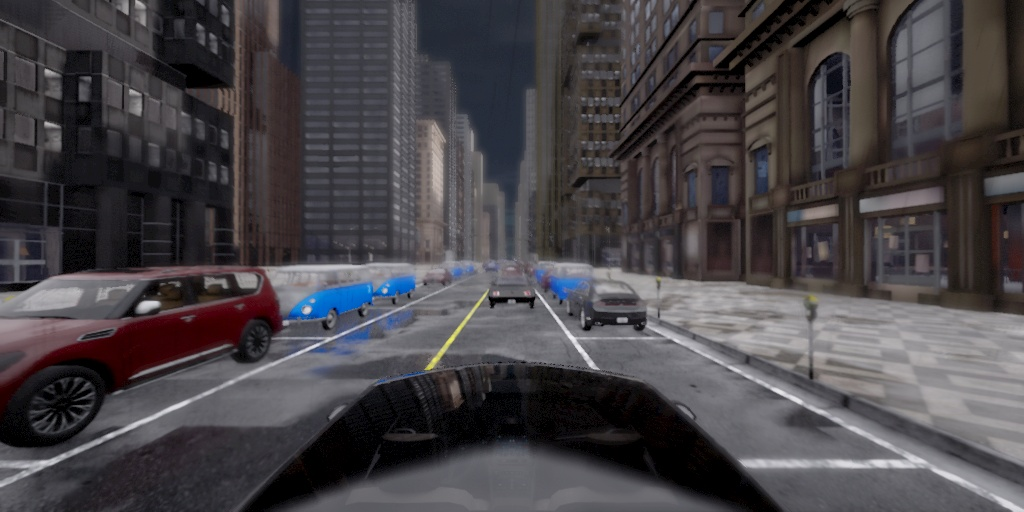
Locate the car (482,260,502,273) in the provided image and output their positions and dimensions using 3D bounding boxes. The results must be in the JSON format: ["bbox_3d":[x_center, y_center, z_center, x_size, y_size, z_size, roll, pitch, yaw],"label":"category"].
[{"bbox_3d":[-2.996,1.732,54.109,1.882,1.535,5.008,0,-1,0],"label":"car"}]

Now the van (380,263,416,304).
[{"bbox_3d":[-5.760,1.233,16.818,1.690,1.789,3.998,0,0,0],"label":"van"}]

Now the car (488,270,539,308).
[{"bbox_3d":[0.005,1.485,15.958,1.895,1.301,4.718,0,-1,0],"label":"car"}]

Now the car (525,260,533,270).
[{"bbox_3d":[2.769,1.550,39.535,1.967,1.591,4.097,0,0,0],"label":"car"}]

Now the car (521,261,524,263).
[{"bbox_3d":[2.771,1.536,50.889,2.192,1.841,5.009,0,0,0],"label":"car"}]

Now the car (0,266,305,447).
[{"bbox_3d":[-5.762,1.099,5.464,2.192,1.841,5.009,0,0,0],"label":"car"}]

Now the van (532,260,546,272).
[{"bbox_3d":[2.767,1.341,28.180,1.690,1.789,3.998,0,0,0],"label":"van"}]

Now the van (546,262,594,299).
[{"bbox_3d":[2.765,1.233,16.826,1.690,1.789,3.998,0,0,0],"label":"van"}]

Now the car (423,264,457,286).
[{"bbox_3d":[-5.758,1.582,28.172,1.802,1.307,4.207,0,0,0],"label":"car"}]

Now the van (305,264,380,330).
[{"bbox_3d":[-5.761,1.179,11.141,1.690,1.789,3.998,0,0,0],"label":"van"}]

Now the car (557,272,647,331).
[{"bbox_3d":[2.764,1.389,11.149,2.007,1.370,4.403,0,0,0],"label":"car"}]

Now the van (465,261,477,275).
[{"bbox_3d":[-5.755,1.506,45.204,1.690,1.789,3.998,0,0,0],"label":"van"}]

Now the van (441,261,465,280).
[{"bbox_3d":[-5.757,1.396,33.850,1.690,1.789,3.998,0,0,0],"label":"van"}]

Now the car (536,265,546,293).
[{"bbox_3d":[2.766,1.491,22.503,1.888,1.381,4.507,0,0,0],"label":"car"}]

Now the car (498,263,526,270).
[{"bbox_3d":[0.012,1.556,31.252,1.812,1.442,4.674,0,0,0],"label":"car"}]
